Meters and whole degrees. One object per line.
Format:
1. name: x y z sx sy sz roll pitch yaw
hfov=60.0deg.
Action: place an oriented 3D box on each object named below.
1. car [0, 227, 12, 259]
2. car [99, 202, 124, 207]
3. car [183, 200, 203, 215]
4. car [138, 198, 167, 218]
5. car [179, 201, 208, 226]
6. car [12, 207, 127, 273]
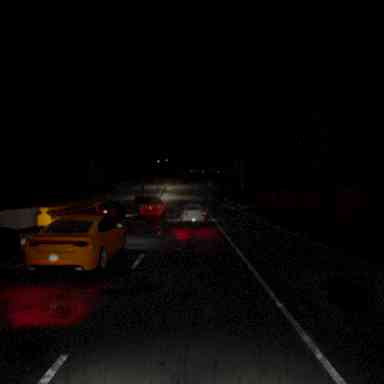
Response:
1. car: -6.899 1.483 9.701 2.128 1.511 4.902 0 0 0
2. car: -6.899 1.539 28.480 1.994 1.385 4.181 0 0 0
3. car: 0.102 1.570 35.109 1.895 1.301 4.718 0 0 0
4. car: -3.399 1.327 29.369 2.097 1.767 4.553 0 0 0
5. car: 0.100 1.506 23.062 1.812 1.442 4.674 0 0 0
6. car: -3.399 1.468 10.645 1.882 1.535 5.008 0 0 0
